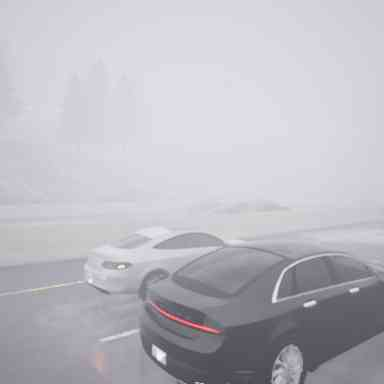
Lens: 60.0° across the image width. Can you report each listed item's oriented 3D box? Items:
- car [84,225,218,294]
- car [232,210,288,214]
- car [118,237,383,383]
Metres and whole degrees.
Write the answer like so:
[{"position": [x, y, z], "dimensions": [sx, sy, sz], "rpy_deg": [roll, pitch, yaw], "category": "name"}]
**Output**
[{"position": [-0.205, 1.533, 8.090], "dimensions": [4.674, 1.442, 1.812], "rpy_deg": [0, 0, -37], "category": "car"}, {"position": [5.697, 1.554, 26.406], "dimensions": [5.357, 1.411, 2.033], "rpy_deg": [0, 0, -39], "category": "car"}, {"position": [1.583, 1.506, 5.057], "dimensions": [4.892, 1.490, 1.837], "rpy_deg": [0, 0, -37], "category": "car"}]
